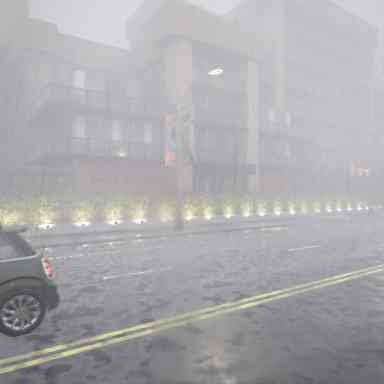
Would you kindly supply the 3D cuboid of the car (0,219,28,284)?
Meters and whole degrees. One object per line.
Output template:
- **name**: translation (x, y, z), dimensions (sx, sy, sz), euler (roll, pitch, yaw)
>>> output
- **car**: translation (-6.630, 1.526, 7.921), dimensions (4.674, 1.442, 1.812), euler (0, 0, -34)

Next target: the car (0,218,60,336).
- **car**: translation (-4.553, 1.352, 5.085), dimensions (4.553, 1.767, 2.097), euler (0, 0, -34)
